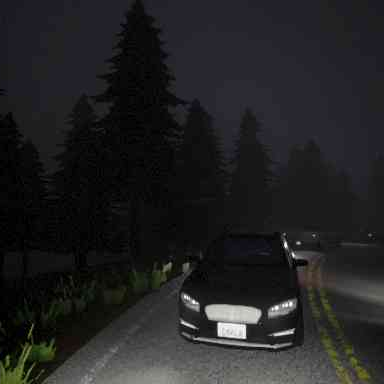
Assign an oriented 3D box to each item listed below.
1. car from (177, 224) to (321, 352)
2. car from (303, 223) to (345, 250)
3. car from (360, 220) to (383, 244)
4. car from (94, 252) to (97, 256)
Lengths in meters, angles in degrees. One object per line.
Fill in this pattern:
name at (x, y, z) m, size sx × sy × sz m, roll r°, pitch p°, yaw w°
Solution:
car at (1.137, 1.561, 6.611) m, size 2.128 × 1.511 × 4.902 m, roll -1°, pitch -2°, yaw 15°
car at (6.520, 2.308, 17.715) m, size 1.895 × 1.301 × 4.718 m, roll -3°, pitch -6°, yaw 39°
car at (15.879, 3.225, 26.465) m, size 5.566 × 2.045 × 2.150 m, roll 8°, pitch -8°, yaw -28°
car at (-20.227, 13.645, 72.991) m, size 4.181 × 1.381 × 1.994 m, roll -2°, pitch -5°, yaw 31°
